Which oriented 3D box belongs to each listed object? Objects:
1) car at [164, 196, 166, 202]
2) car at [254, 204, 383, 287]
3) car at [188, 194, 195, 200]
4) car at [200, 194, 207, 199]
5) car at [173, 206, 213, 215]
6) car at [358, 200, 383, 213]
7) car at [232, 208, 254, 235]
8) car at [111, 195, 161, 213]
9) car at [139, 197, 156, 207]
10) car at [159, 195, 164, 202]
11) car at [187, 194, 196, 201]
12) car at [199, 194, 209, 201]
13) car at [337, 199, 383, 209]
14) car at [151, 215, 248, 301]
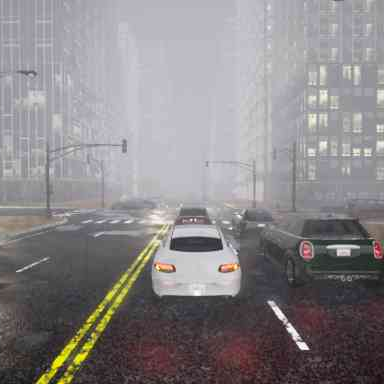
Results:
[{"bbox_3d":[-6.680,1.417,71.451,1.882,1.535,5.008,0,0,0],"label":"car"},{"bbox_3d":[3.327,1.348,9.436,2.097,1.767,4.553,0,0,0],"label":"car"},{"bbox_3d":[-0.227,1.220,90.742,1.882,1.535,5.008,0,0,0],"label":"car"},{"bbox_3d":[3.023,1.266,90.749,1.812,1.442,4.674,0,0,0],"label":"car"},{"bbox_3d":[0.057,1.495,17.408,1.837,1.490,4.892,0,0,0],"label":"car"},{"bbox_3d":[21.715,1.643,37.876,4.829,1.417,1.752,1,0,1],"label":"car"},{"bbox_3d":[3.305,1.555,17.823,1.994,1.385,4.181,0,0,0],"label":"car"},{"bbox_3d":[-6.204,1.403,35.643,4.902,1.511,2.128,1,1,1],"label":"car"},{"bbox_3d":[-6.717,1.528,50.752,1.994,1.385,4.181,0,0,0],"label":"car"},{"bbox_3d":[-6.721,1.430,61.076,1.882,1.535,5.008,0,0,1],"label":"car"},{"bbox_3d":[-0.200,1.418,80.325,1.837,1.490,4.892,0,0,0],"label":"car"},{"bbox_3d":[3.050,1.396,80.332,1.882,1.535,5.008,0,0,0],"label":"car"},{"bbox_3d":[16.127,1.519,29.575,5.009,1.841,2.192,1,0,1],"label":"car"},{"bbox_3d":[0.081,1.522,8.160,1.812,1.442,4.674,0,0,0],"label":"car"}]
